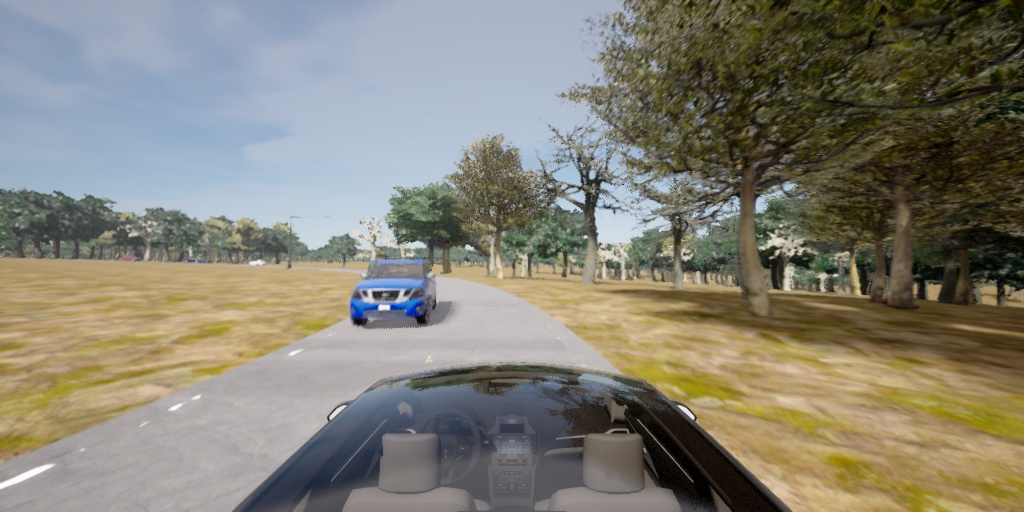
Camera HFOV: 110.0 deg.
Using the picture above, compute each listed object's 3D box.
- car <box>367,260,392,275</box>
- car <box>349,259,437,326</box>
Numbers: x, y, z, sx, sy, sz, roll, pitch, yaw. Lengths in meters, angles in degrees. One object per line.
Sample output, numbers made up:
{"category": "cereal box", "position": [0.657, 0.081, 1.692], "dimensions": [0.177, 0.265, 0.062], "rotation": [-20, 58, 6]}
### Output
{"category": "car", "position": [-19.732, 1.607, 53.119], "dimensions": [2.150, 2.045, 5.566], "rotation": [1, -1, -35]}
{"category": "car", "position": [-3.889, 1.114, 12.703], "dimensions": [2.150, 2.045, 5.566], "rotation": [0, -1, -7]}
